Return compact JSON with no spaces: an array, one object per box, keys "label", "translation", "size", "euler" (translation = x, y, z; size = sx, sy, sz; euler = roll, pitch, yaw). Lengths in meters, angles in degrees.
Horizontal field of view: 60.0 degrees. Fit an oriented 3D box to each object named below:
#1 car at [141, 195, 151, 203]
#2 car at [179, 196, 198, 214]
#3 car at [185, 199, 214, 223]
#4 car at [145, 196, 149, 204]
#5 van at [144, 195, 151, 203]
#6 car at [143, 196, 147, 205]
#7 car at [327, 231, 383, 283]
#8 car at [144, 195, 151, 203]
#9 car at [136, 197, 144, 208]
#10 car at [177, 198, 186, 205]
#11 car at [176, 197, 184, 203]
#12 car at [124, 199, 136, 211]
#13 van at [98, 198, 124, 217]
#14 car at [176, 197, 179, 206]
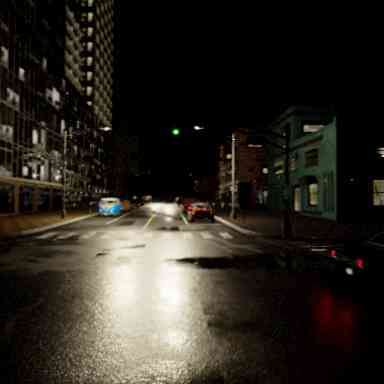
[{"label":"car","translation":[-11.469,1.799,83.540],"size":[2.192,1.841,5.009],"euler":[2,0,-4]},{"label":"car","translation":[-0.060,1.585,38.853],"size":[2.192,1.841,5.009],"euler":[1,0,-4]},{"label":"car","translation":[0.700,1.638,27.529],"size":[1.967,1.590,4.097],"euler":[1,0,-4]},{"label":"car","translation":[-10.332,1.942,66.554],"size":[1.947,1.339,4.313],"euler":[2,0,-4]},{"label":"van","translation":[-11.852,1.860,89.200],"size":[1.690,1.788,3.998],"euler":[2,0,-4]},{"label":"car","translation":[-9.950,1.907,60.893],"size":[1.947,1.339,4.313],"euler":[2,0,-4]},{"label":"car","translation":[6.133,1.651,8.468],"size":[4.718,1.301,1.895],"euler":[-1,-1,-3]},{"label":"car","translation":[-11.094,1.999,77.876],"size":[2.008,1.369,4.403],"euler":[2,0,-4]},{"label":"car","translation":[-9.569,1.887,55.232],"size":[1.802,1.307,4.206],"euler":[2,0,-4]},{"label":"car","translation":[-2.355,2.050,72.817],"size":[1.947,1.339,4.313],"euler":[1,0,-4]},{"label":"car","translation":[-3.115,1.996,84.140],"size":[1.967,1.590,4.097],"euler":[1,0,-4]},{"label":"car","translation":[-8.793,1.758,43.741],"size":[1.752,1.417,4.829],"euler":[2,0,-4]},{"label":"van","translation":[-8.037,1.503,32.590],"size":[1.690,1.788,3.998],"euler":[2,0,-4]},{"label":"car","translation":[-1.586,1.728,61.497],"size":[2.192,1.841,5.009],"euler":[1,0,-4]}]
